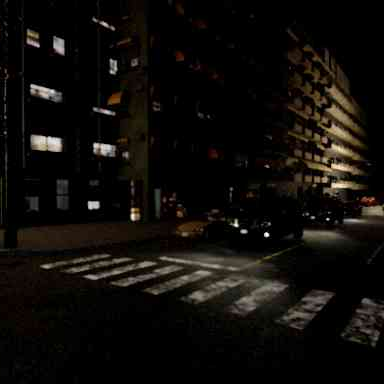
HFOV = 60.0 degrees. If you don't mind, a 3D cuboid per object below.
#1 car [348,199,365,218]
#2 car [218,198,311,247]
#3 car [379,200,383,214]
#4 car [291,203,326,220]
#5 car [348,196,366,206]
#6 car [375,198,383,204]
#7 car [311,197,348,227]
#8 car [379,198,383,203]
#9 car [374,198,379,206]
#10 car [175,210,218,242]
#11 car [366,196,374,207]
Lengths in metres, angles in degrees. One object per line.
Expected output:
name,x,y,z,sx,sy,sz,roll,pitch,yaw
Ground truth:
car,15.367,1.727,32.699,1.837,1.490,4.892,0,0,35
car,3.722,1.306,16.048,2.150,2.045,5.566,0,0,35
car,23.345,1.901,38.555,1.895,1.301,4.718,0,0,35
car,10.887,1.727,30.852,1.887,1.381,4.507,-1,-1,35
car,23.860,1.647,49.429,2.192,1.841,5.009,-1,-1,35
car,46.569,2.141,81.933,1.947,1.339,4.313,-1,-1,35
car,9.636,1.377,24.515,2.150,2.045,5.566,0,0,34
car,40.080,2.054,72.645,1.887,1.381,4.507,-1,-1,35
car,33.591,1.755,63.360,2.192,1.841,5.009,-1,-1,35
car,1.057,1.590,16.782,1.752,1.417,4.829,-1,-1,35
car,30.349,1.950,58.715,1.887,1.381,4.507,-1,-1,35
